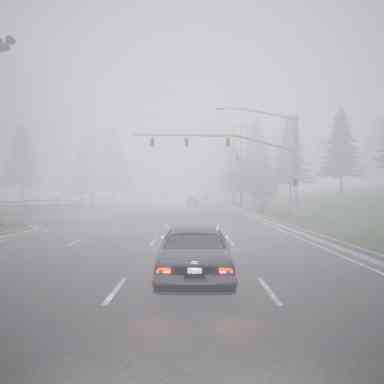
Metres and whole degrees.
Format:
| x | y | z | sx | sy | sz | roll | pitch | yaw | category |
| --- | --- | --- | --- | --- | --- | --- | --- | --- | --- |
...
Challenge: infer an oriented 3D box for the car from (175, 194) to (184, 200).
| x | y | z | sx | sy | sz | roll | pitch | yaw | category |
| --- | --- | --- | --- | --- | --- | --- | --- | --- | --- |
| -3.481 | 1.357 | 93.955 | 2.128 | 1.511 | 4.902 | 0 | 0 | 0 | car |

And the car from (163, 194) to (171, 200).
| x | y | z | sx | sy | sz | roll | pitch | yaw | category |
| --- | --- | --- | --- | --- | --- | --- | --- | --- | --- |
| -6.981 | 1.385 | 93.955 | 1.994 | 1.385 | 4.181 | 0 | 0 | 0 | car |

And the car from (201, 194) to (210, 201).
| x | y | z | sx | sy | sz | roll | pitch | yaw | category |
| --- | --- | --- | --- | --- | --- | --- | --- | --- | --- |
| 3.517 | 1.492 | 83.533 | 1.837 | 1.490 | 4.892 | 0 | 0 | 0 | car |

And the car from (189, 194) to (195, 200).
| x | y | z | sx | sy | sz | roll | pitch | yaw | category |
| --- | --- | --- | --- | --- | --- | --- | --- | --- | --- |
| 0.019 | 1.310 | 93.954 | 1.882 | 1.535 | 5.008 | 0 | 0 | 0 | car |

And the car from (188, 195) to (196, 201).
| x | y | z | sx | sy | sz | roll | pitch | yaw | category |
| --- | --- | --- | --- | --- | --- | --- | --- | --- | --- |
| 0.017 | 1.531 | 83.534 | 2.033 | 1.411 | 5.357 | 0 | 0 | 0 | car |

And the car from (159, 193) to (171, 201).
| x | y | z | sx | sy | sz | roll | pitch | yaw | category |
| --- | --- | --- | --- | --- | --- | --- | --- | --- | --- |
| -6.983 | 1.217 | 83.565 | 2.150 | 2.045 | 5.566 | 0 | 0 | 0 | car |

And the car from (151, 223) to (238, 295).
| x | y | z | sx | sy | sz | roll | pitch | yaw | category |
| --- | --- | --- | --- | --- | --- | --- | --- | --- | --- |
| 0.068 | 1.547 | 8.852 | 2.033 | 1.411 | 5.357 | 0 | 0 | 0 | car |

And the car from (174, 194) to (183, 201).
| x | y | z | sx | sy | sz | roll | pitch | yaw | category |
| --- | --- | --- | --- | --- | --- | --- | --- | --- | --- |
| -3.483 | 1.517 | 83.951 | 1.812 | 1.442 | 4.674 | 0 | 0 | 0 | car |

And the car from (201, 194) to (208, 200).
| x | y | z | sx | sy | sz | roll | pitch | yaw | category |
| --- | --- | --- | --- | --- | --- | --- | --- | --- | --- |
| 3.519 | 1.310 | 93.953 | 1.882 | 1.535 | 5.008 | 0 | 0 | 0 | car |

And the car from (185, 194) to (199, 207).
| x | y | z | sx | sy | sz | roll | pitch | yaw | category |
| --- | --- | --- | --- | --- | --- | --- | --- | --- | --- |
| 0.009 | 1.352 | 52.891 | 2.097 | 1.767 | 4.553 | 0 | 0 | 0 | car |
